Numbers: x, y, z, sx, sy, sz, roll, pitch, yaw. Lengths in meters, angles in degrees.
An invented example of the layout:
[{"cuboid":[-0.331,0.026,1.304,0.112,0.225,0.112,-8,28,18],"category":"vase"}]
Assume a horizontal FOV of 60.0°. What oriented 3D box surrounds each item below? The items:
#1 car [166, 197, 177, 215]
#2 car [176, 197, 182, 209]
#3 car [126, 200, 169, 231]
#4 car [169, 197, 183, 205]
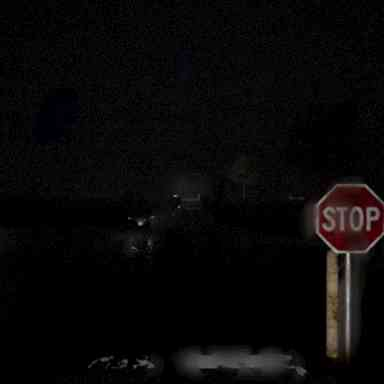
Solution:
[{"cuboid":[-2.840,1.545,33.502,1.994,1.385,4.181,0,0,0],"category":"car"},{"cuboid":[-2.837,1.470,45.643,2.128,1.511,4.902,0,0,0],"category":"car"},{"cuboid":[-2.846,1.481,20.828,2.128,1.511,4.902,0,0,0],"category":"car"},{"cuboid":[-2.769,1.532,58.466,2.033,1.411,5.357,0,0,1],"category":"car"}]
